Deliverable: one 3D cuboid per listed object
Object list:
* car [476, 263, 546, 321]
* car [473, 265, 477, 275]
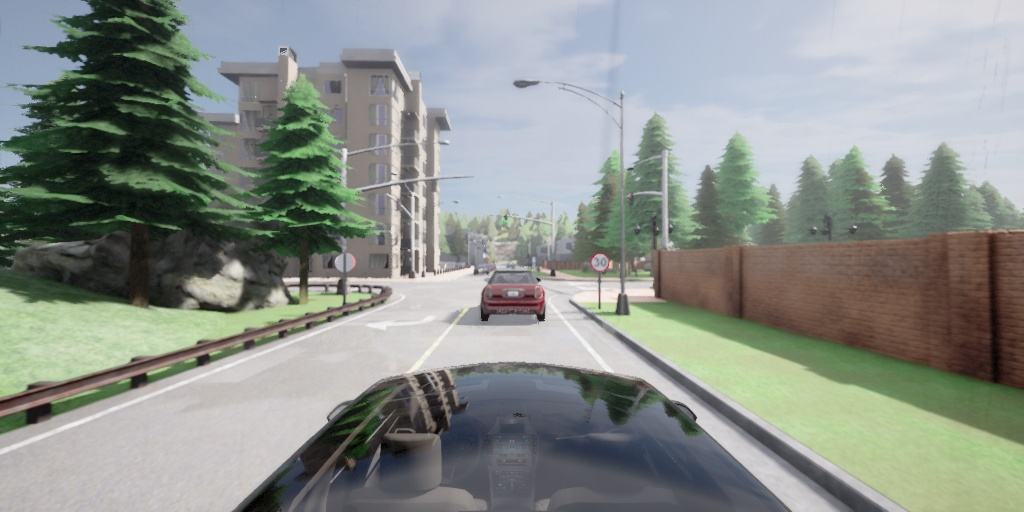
[{"bbox_3d":[0.034,1.211,13.183,2.097,1.767,4.553,0,-1,0],"label":"car"},{"bbox_3d":[-3.808,1.661,45.724,2.128,1.511,4.902,0,-1,0],"label":"car"}]
